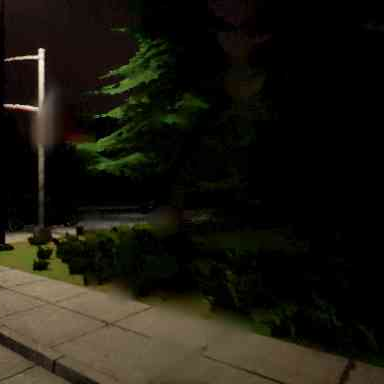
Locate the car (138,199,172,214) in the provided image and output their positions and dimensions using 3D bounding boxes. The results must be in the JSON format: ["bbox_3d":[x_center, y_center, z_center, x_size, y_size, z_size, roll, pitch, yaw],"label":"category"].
[{"bbox_3d":[-3.394,1.430,34.207,1.882,1.535,5.008,0,0,35],"label":"car"}]

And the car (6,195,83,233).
[{"bbox_3d":[-9.350,1.177,19.758,2.150,2.045,5.566,0,0,40],"label":"car"}]
